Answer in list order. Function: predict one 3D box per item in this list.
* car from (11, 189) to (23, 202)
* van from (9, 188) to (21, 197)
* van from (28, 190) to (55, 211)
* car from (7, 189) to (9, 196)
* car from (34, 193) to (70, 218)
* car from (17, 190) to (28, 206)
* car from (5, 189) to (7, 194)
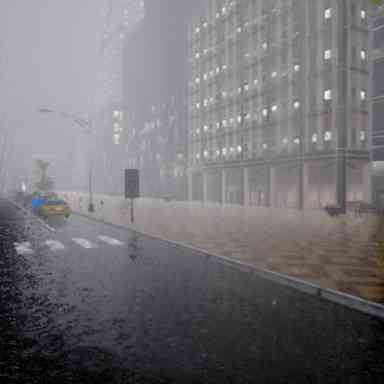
[{"bbox_3d":[-24.254,0.631,47.613,1.947,1.339,4.313,-1,1,-31],"label":"car"},{"bbox_3d":[-29.992,0.223,57.112,1.690,1.788,3.998,-1,1,-31],"label":"van"},{"bbox_3d":[-12.776,0.772,28.605,1.690,1.788,3.998,-1,1,-31],"label":"van"},{"bbox_3d":[-32.950,0.313,62.011,1.752,1.417,4.829,-1,1,-31],"label":"car"},{"bbox_3d":[-9.995,1.045,24.003,1.752,1.417,4.829,-1,1,-31],"label":"car"},{"bbox_3d":[-18.516,0.799,38.111,2.008,1.369,4.403,-1,1,-31],"label":"car"},{"bbox_3d":[-38.602,0.174,71.368,1.947,1.339,4.313,-1,1,-31],"label":"car"}]
